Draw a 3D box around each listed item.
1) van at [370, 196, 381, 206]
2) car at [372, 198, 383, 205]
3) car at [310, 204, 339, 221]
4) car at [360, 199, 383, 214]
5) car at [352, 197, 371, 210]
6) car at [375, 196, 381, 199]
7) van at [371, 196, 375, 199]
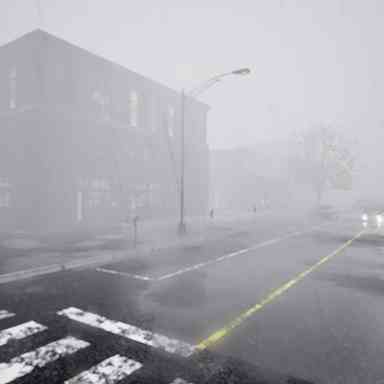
[{"bbox_3d":[36.698,1.772,66.467,1.690,1.788,3.998,1,0,34],"label":"van"},{"bbox_3d":[39.798,2.011,71.061,2.008,1.369,4.403,1,0,34],"label":"car"},{"bbox_3d":[11.872,1.751,29.723,1.947,1.339,4.313,1,0,34],"label":"car"},{"bbox_3d":[21.298,1.858,38.886,1.895,1.301,4.718,0,0,34],"label":"car"},{"bbox_3d":[24.189,1.835,47.955,1.752,1.417,4.829,1,0,34],"label":"car"},{"bbox_3d":[33.594,1.841,61.875,1.967,1.590,4.097,1,0,34],"label":"car"},{"bbox_3d":[27.389,1.682,52.688,1.690,1.788,3.998,1,0,34],"label":"van"}]
